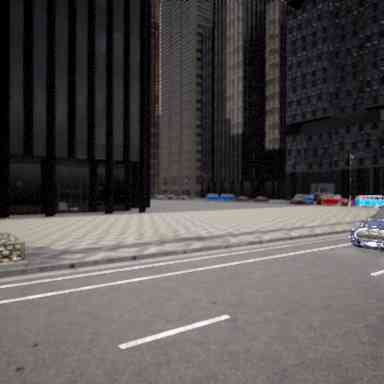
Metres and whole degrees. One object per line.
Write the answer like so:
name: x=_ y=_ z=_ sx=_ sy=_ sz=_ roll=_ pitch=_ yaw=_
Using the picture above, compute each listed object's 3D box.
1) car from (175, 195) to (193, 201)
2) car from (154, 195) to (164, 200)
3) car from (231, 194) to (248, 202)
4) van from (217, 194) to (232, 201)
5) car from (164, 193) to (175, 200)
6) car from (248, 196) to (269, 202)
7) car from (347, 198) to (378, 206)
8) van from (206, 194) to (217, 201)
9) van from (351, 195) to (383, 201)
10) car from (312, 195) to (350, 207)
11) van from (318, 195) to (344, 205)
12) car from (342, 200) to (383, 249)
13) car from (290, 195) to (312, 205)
car: x=-1.491 y=1.553 z=83.229 sx=2.008 sy=1.369 sz=4.403 roll=0 pitch=0 yaw=-36
car: x=-7.987 y=1.527 z=92.334 sx=1.752 sy=1.417 sz=4.829 roll=0 pitch=0 yaw=-36
car: x=12.042 y=1.619 z=78.938 sx=1.802 sy=1.307 sz=4.206 roll=0 pitch=0 yaw=-36
van: x=8.745 y=1.378 z=83.561 sx=1.690 sy=1.788 sz=3.998 roll=0 pitch=0 yaw=-36
car: x=-4.788 y=1.442 z=87.851 sx=1.967 sy=1.590 sz=4.097 roll=0 pitch=0 yaw=-36
car: x=15.339 y=1.619 z=74.316 sx=1.802 sy=1.307 sz=4.206 roll=0 pitch=0 yaw=-36
car: x=28.529 y=1.629 z=55.830 sx=1.802 sy=1.307 sz=4.206 roll=0 pitch=0 yaw=-36
van: x=5.447 y=1.377 z=88.183 sx=1.690 sy=1.788 sz=3.998 roll=0 pitch=0 yaw=-36
van: x=24.888 y=1.359 z=46.256 sx=1.690 sy=1.788 sz=3.998 roll=0 pitch=0 yaw=-36
car: x=21.591 y=1.328 z=50.878 sx=2.192 sy=1.841 sz=5.009 roll=0 pitch=0 yaw=-36
van: x=25.232 y=1.384 z=60.452 sx=1.690 sy=1.788 sz=3.998 roll=0 pitch=0 yaw=-36
car: x=8.580 y=1.365 z=13.793 sx=4.553 sy=1.767 sz=2.097 roll=0 pitch=0 yaw=-35
car: x=18.292 y=1.591 z=55.499 sx=1.802 sy=1.307 sz=4.206 roll=0 pitch=0 yaw=-36
